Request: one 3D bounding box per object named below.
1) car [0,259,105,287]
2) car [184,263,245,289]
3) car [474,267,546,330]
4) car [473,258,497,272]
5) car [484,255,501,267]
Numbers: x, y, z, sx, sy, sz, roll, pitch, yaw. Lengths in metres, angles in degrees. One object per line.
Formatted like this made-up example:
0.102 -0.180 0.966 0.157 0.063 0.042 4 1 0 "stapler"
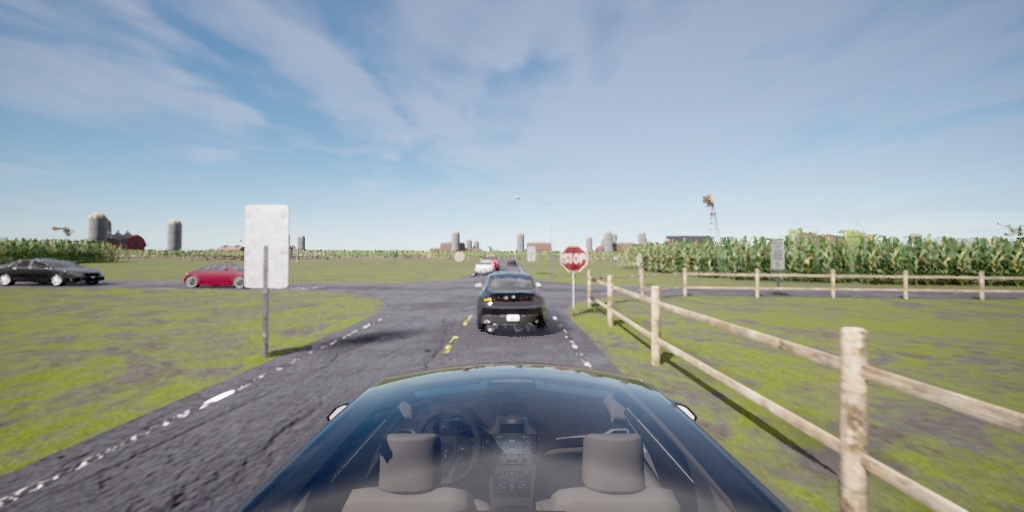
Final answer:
-26.651 0.947 20.743 4.892 1.490 1.837 1 -1 0 "car"
-16.247 1.115 20.699 4.181 1.385 1.994 1 -1 -1 "car"
-0.099 1.249 11.124 1.837 1.490 4.892 0 0 -3 "car"
-2.854 1.239 37.992 1.812 1.442 4.674 0 0 0 "car"
-2.855 0.920 47.934 2.150 2.045 5.566 0 0 0 "car"
